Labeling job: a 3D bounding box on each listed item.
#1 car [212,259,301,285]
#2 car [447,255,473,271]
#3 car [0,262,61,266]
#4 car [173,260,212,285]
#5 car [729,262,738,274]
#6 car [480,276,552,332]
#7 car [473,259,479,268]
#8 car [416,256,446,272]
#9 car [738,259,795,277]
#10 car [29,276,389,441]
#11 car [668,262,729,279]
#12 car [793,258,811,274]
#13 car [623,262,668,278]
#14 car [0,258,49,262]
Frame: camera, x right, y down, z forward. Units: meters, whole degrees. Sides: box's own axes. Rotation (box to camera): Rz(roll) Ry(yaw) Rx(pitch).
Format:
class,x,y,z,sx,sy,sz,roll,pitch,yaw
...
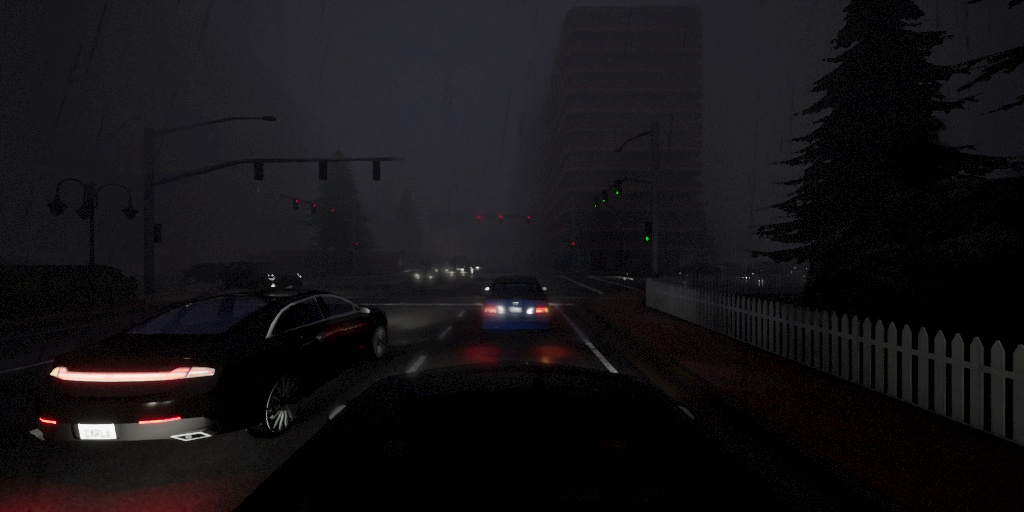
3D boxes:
class,x,y,z,sx,sy,sz,roll,pitch,yaw
car,-13.886,1.065,19.898,4.553,1.767,2.097,1,1,21
car,-7.057,0.971,49.141,2.150,2.045,5.566,0,0,0
car,-26.765,1.242,21.302,5.357,1.411,2.033,0,0,0
car,-19.993,1.199,24.847,4.892,1.490,1.837,0,0,0
car,22.056,1.295,36.974,4.718,1.301,1.895,0,0,-30
car,0.122,1.297,10.809,2.033,1.411,5.357,0,0,1
car,-7.025,1.255,58.952,1.837,1.490,4.892,0,0,0
car,-10.529,0.971,45.981,2.150,2.045,5.566,0,0,2
car,24.369,1.242,34.262,5.357,1.411,2.033,0,0,-31
car,-3.427,1.242,5.397,2.128,1.511,4.902,0,0,0
car,15.889,1.258,30.586,4.181,1.385,1.994,0,0,-20
car,32.358,0.916,40.589,2.150,2.045,5.566,0,0,43
car,13.155,1.242,33.411,5.357,1.411,2.033,0,0,-13
car,-33.073,1.045,24.766,4.553,1.767,2.097,0,0,0
